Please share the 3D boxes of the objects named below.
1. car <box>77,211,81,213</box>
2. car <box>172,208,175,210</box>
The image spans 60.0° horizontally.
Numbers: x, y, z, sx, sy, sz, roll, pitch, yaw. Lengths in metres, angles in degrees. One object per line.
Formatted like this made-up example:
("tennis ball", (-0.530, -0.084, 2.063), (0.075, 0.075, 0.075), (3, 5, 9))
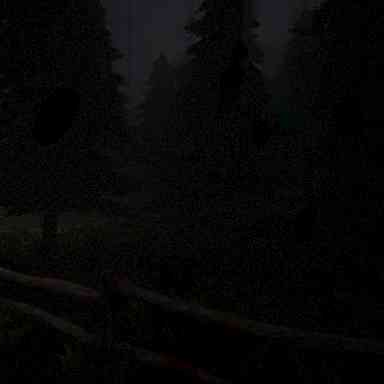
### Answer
("car", (-10.121, 1.573, 31.815), (5.566, 2.045, 2.150), (0, 0, -33))
("car", (-0.967, 1.853, 35.865), (4.181, 1.385, 1.994), (0, 0, -13))
